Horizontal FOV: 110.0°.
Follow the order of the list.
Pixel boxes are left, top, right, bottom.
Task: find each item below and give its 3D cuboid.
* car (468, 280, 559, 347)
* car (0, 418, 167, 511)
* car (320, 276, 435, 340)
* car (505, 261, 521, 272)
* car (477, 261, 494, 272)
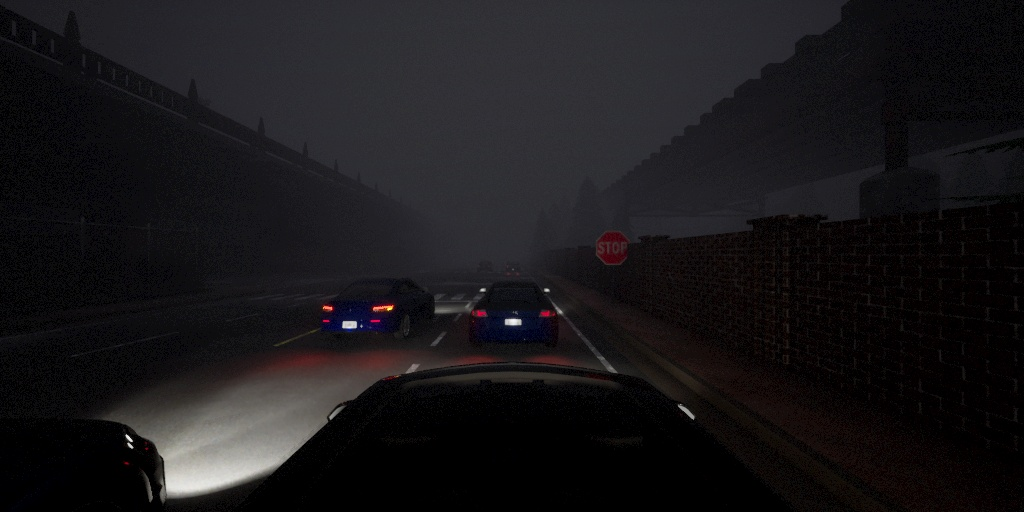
[{"bbox_3d":[0.069,1.314,9.303,1.994,1.385,4.181,0,0,1],"label":"car"},{"bbox_3d":[-3.399,1.314,0.730,1.994,1.385,4.181,0,0,0],"label":"car"},{"bbox_3d":[-3.413,1.276,9.825,1.812,1.442,4.674,0,0,0],"label":"car"},{"bbox_3d":[0.099,1.351,46.119,1.895,1.301,4.718,0,0,-1],"label":"car"},{"bbox_3d":[-3.395,1.297,45.950,2.033,1.411,5.357,0,0,-1],"label":"car"}]
